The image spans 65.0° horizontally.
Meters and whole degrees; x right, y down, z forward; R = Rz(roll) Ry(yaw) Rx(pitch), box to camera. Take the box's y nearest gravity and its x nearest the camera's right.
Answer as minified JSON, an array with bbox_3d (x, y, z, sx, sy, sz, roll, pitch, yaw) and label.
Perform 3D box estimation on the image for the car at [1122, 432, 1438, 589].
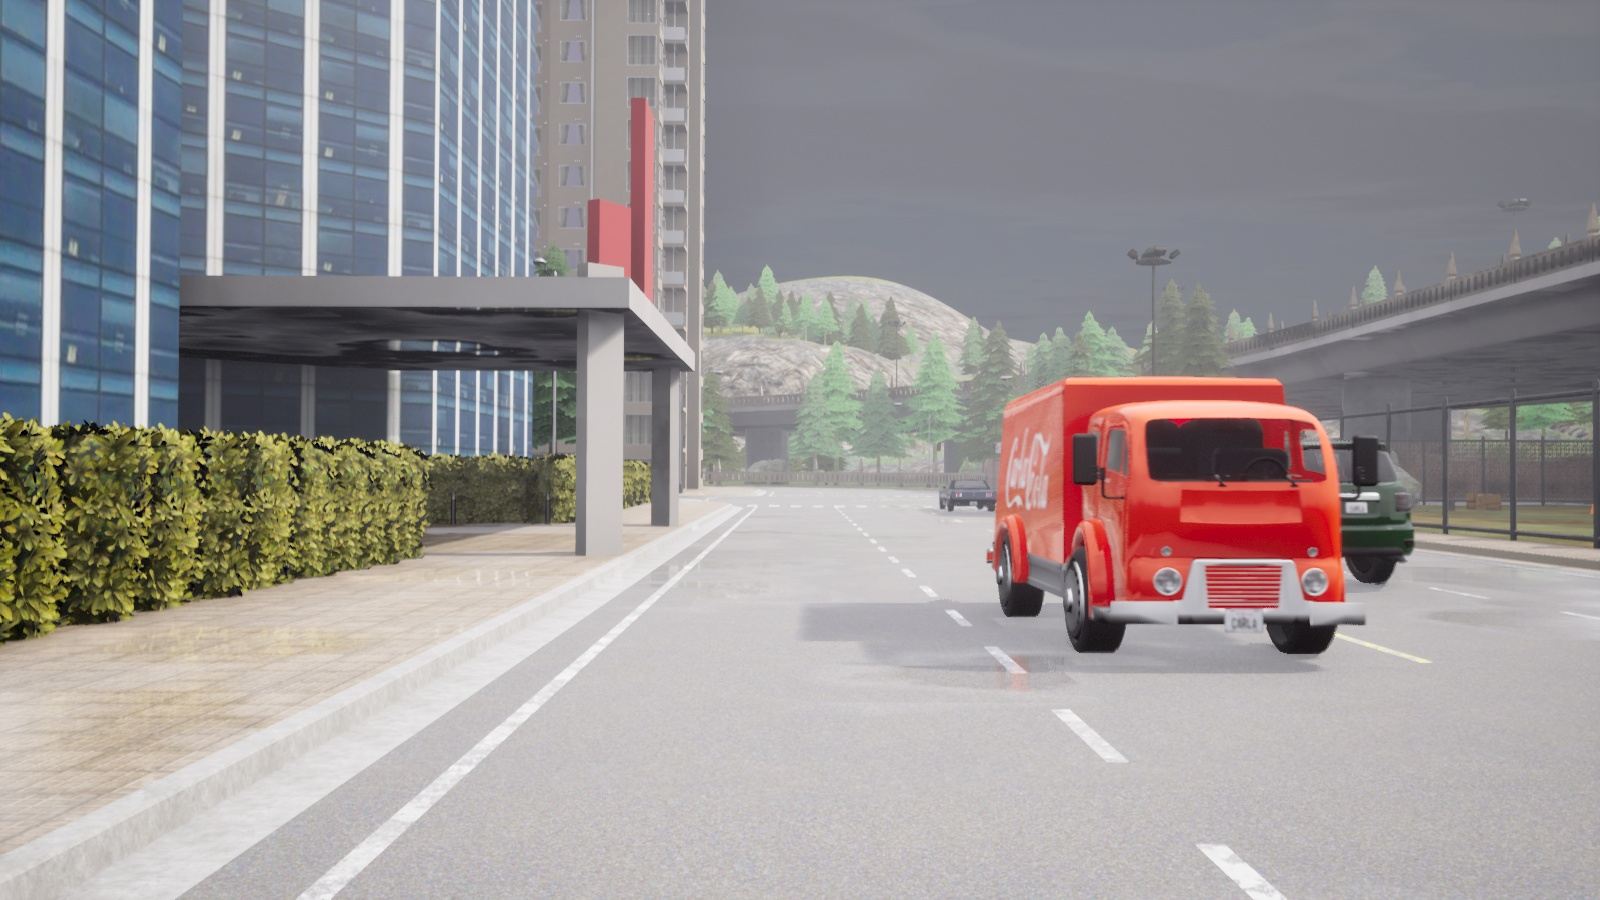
[{"bbox_3d":[7.069,0.843,19.369,2.150,2.045,5.566,0,-1,-7],"label":"car"}]

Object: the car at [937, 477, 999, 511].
[{"bbox_3d":[6.863,1.788,51.790,1.895,1.301,4.718,0,-1,0],"label":"car"}]

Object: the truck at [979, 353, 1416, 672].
[{"bbox_3d":[3.465,0.530,12.384,2.627,2.467,5.204,0,-1,0],"label":"truck"}]
